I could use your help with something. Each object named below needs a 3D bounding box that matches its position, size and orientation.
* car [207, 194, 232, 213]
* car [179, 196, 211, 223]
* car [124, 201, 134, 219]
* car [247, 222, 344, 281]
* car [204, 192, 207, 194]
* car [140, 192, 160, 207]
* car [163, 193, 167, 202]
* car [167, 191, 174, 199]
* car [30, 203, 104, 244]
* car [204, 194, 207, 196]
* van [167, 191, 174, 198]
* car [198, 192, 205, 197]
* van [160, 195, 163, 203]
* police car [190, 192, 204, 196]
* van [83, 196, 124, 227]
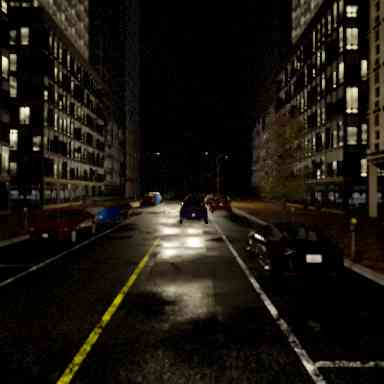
[{"bbox_3d":[2.702,1.182,32.191,1.967,1.590,4.097,0,0,0],"label":"car"},{"bbox_3d":[0.104,1.290,23.546,1.882,1.535,5.008,0,0,0],"label":"car"},{"bbox_3d":[-5.681,1.370,26.517,1.802,1.307,4.206,0,0,0],"label":"car"},{"bbox_3d":[2.696,1.491,9.426,1.947,1.339,4.313,0,0,0],"label":"car"},{"bbox_3d":[2.705,1.124,49.438,1.752,1.417,4.829,0,0,0],"label":"car"},{"bbox_3d":[-5.676,1.087,43.591,1.967,1.590,4.097,0,0,0],"label":"car"},{"bbox_3d":[-5.674,1.118,54.977,1.947,1.339,4.313,0,0,0],"label":"car"},{"bbox_3d":[-5.668,0.886,77.573,1.752,1.417,4.829,0,0,0],"label":"car"},{"bbox_3d":[-5.684,1.424,15.132,1.887,1.381,4.507,0,0,0],"label":"car"},{"bbox_3d":[2.704,1.229,43.576,1.802,1.307,4.206,0,0,0],"label":"car"},{"bbox_3d":[-5.665,0.603,89.126,1.690,1.788,3.998,0,0,0],"label":"van"},{"bbox_3d":[2.716,0.764,94.801,2.008,1.369,4.403,0,0,0],"label":"car"},{"bbox_3d":[-5.674,0.941,49.283,1.690,1.788,3.998,0,0,0],"label":"van"},{"bbox_3d":[0.109,1.093,41.057,1.930,1.638,5.238,0,1,0],"label":"police car"},{"bbox_3d":[-5.681,1.175,20.823,1.690,1.788,3.998,0,0,0],"label":"van"}]
